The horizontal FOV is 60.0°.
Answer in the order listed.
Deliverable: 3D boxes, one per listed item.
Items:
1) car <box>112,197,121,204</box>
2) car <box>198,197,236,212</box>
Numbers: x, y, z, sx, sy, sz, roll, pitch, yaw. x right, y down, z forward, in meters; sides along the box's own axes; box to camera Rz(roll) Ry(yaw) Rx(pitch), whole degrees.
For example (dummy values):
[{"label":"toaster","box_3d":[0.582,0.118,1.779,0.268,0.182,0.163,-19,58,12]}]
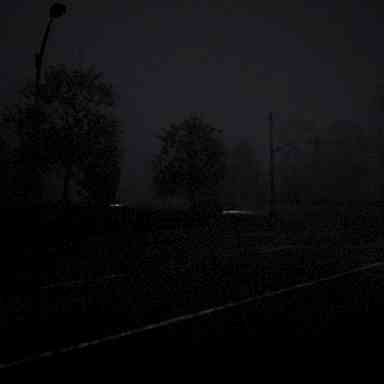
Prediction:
[{"label":"car","box_3d":[-13.059,1.254,53.329,1.994,1.385,4.181,-2,1,-39]},{"label":"car","box_3d":[2.473,1.206,33.871,1.994,1.385,4.181,-2,1,-38]}]
